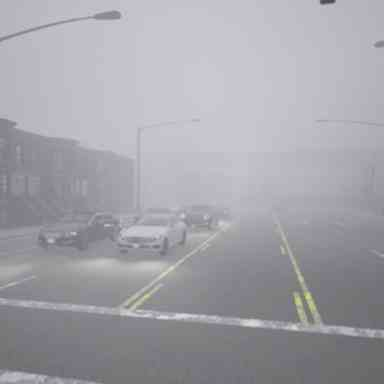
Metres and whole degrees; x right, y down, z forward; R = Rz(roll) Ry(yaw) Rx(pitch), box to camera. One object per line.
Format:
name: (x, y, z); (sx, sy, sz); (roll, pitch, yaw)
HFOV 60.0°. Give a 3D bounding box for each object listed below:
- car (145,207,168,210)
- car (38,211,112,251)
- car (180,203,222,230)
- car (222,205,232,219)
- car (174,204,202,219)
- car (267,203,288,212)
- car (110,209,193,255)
car: (-2.686, 1.814, 24.838); (2.033, 1.411, 5.357); (0, -1, 12)
car: (-4.866, 1.639, 15.136); (2.128, 1.511, 4.902); (0, -1, 13)
car: (0.590, 1.617, 23.435); (2.097, 1.767, 4.553); (0, -1, 13)
car: (2.796, 1.984, 33.172); (1.895, 1.301, 4.718); (0, -1, 13)
car: (-0.343, 1.992, 35.148); (1.895, 1.301, 4.718); (0, -1, 13)
car: (12.445, 2.201, 48.726); (1.895, 1.301, 4.718); (0, -1, -2)
car: (-1.493, 1.679, 14.228); (1.812, 1.442, 4.674); (0, -1, 13)
